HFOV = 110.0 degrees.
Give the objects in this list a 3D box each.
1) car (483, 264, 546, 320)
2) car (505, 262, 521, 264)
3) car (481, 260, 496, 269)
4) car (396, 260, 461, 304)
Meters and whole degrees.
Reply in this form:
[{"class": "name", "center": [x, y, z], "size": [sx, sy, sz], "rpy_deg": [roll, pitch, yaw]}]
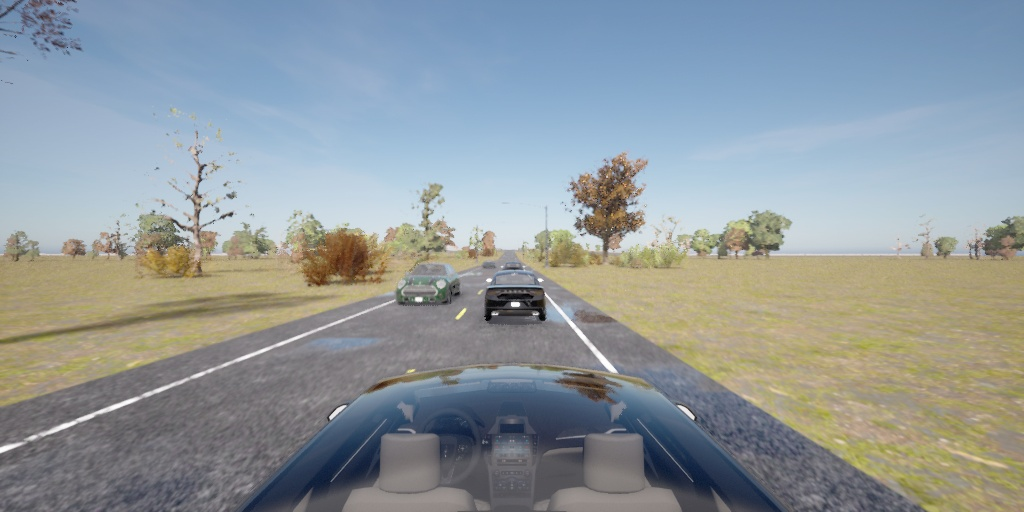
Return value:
[{"class": "car", "center": [0.097, 1.227, 12.677], "size": [1.882, 1.535, 5.008], "rpy_deg": [0, 0, 0]}, {"class": "car", "center": [0.098, 1.251, 31.091], "size": [1.837, 1.490, 4.892], "rpy_deg": [0, 0, 0]}, {"class": "car", "center": [-3.563, 1.297, 55.464], "size": [1.994, 1.385, 4.181], "rpy_deg": [0, 0, 1]}, {"class": "car", "center": [-3.601, 1.101, 16.132], "size": [2.097, 1.767, 4.553], "rpy_deg": [0, 0, 0]}]
